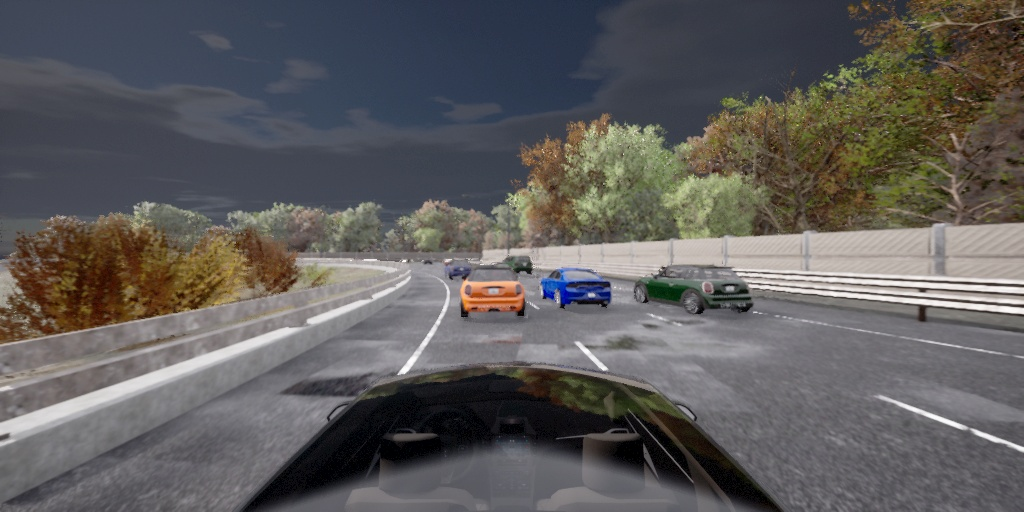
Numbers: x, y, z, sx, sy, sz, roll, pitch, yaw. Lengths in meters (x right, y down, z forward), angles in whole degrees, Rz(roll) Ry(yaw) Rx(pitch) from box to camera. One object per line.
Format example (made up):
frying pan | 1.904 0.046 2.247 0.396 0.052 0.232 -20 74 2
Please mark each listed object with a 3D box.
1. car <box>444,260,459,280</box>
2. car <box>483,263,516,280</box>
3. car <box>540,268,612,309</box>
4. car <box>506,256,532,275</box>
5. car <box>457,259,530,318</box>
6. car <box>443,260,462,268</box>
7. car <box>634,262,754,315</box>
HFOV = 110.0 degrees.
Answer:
car | -4.849 1.126 32.202 2.097 1.767 4.553 0 0 -16
car | -1.202 1.331 32.200 1.994 1.385 4.181 0 0 -16
car | 2.483 1.229 15.091 1.882 1.535 5.008 0 0 -7
car | 0.352 0.989 38.623 2.150 2.045 5.566 0 0 -20
car | -0.802 1.110 13.219 2.097 1.767 4.553 0 0 -6
car | -10.281 1.400 61.701 1.895 1.301 4.718 0 0 -27
car | 6.663 1.095 13.785 2.097 1.767 4.553 0 0 -13
